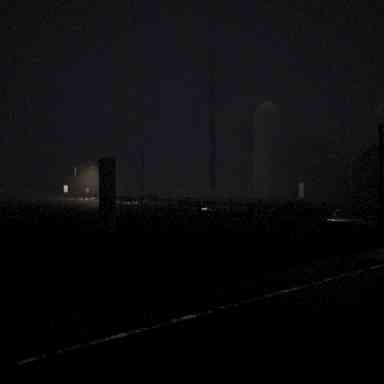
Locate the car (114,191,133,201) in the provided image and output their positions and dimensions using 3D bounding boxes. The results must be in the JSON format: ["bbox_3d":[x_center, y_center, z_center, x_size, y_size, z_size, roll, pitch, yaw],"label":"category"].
[{"bbox_3d":[-13.611,0.753,66.016,2.097,1.767,4.553,-1,1,-36],"label":"car"}]

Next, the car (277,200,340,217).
[{"bbox_3d":[9.829,1.395,28.559,2.033,1.411,5.357,-1,1,-34],"label":"car"}]

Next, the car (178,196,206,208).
[{"bbox_3d":[-0.045,1.251,42.358,1.994,1.385,4.181,-1,1,-36],"label":"car"}]

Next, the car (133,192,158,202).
[{"bbox_3d":[-7.829,0.850,58.073,2.097,1.767,4.553,-1,1,-35],"label":"car"}]

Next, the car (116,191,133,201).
[{"bbox_3d":[-11.080,1.029,57.758,1.812,1.442,4.674,-1,1,-35],"label":"car"}]
